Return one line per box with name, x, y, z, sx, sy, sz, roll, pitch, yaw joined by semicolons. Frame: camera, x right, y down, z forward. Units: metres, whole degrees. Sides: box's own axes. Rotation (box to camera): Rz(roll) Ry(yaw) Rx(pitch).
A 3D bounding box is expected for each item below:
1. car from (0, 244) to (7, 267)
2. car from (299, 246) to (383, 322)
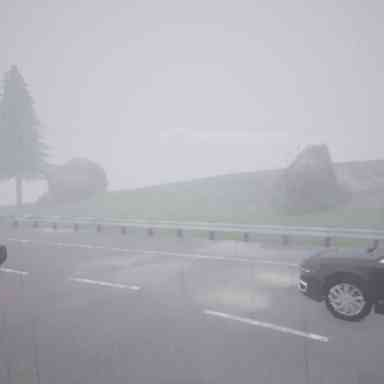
car;-6.934;1.499;8.345;4.718;1.301;1.895;0;1;28
car;4.205;1.342;5.216;4.892;1.490;1.837;1;1;36
